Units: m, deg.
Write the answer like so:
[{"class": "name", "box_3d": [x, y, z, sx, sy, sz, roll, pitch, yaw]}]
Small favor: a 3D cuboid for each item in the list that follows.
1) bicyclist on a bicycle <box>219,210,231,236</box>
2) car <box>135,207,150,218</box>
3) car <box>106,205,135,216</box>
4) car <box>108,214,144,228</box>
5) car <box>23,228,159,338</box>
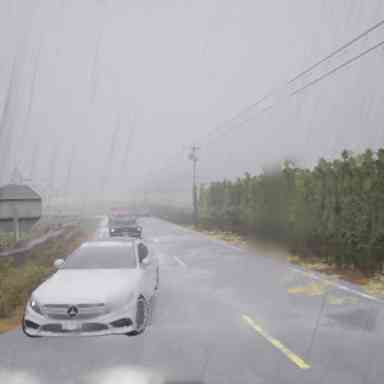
[{"class": "bicyclist on a bicycle", "box_3d": [2.490, 2.003, 21.390, 1.656, 1.620, 0.582, -1, -2, -14]}, {"class": "car", "box_3d": [-7.242, 2.966, 47.902, 2.128, 1.511, 4.902, -1, -2, -14]}, {"class": "car", "box_3d": [-7.303, 2.309, 33.775, 2.150, 2.045, 5.566, -1, -2, -13]}, {"class": "car", "box_3d": [-4.168, 2.265, 20.667, 1.895, 1.301, 4.718, -1, -2, -13]}, {"class": "car", "box_3d": [-1.780, 1.773, 7.253, 1.812, 1.442, 4.674, -1, -2, 0]}]
